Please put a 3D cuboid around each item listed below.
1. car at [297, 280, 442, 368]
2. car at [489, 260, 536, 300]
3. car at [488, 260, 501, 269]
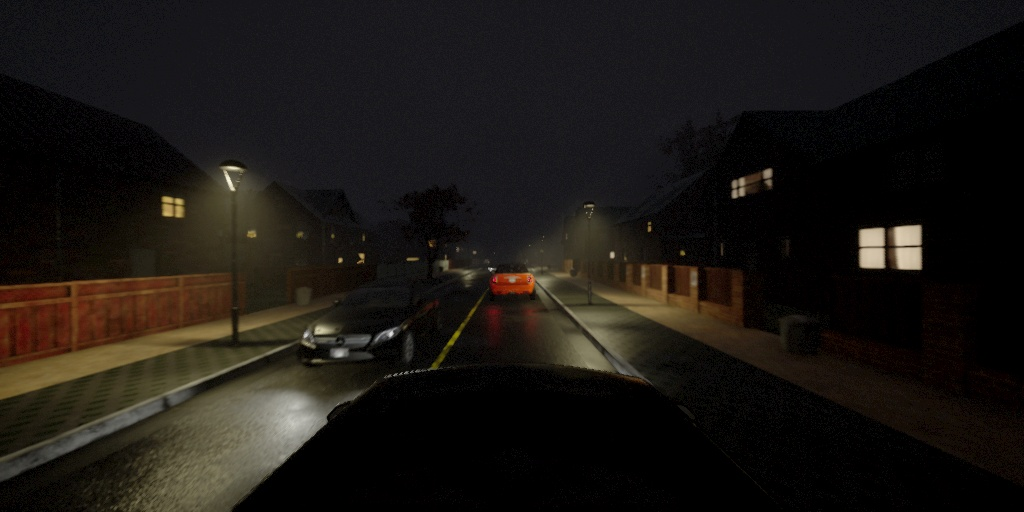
[{"bbox_3d":[-2.787,1.297,8.098,1.812,1.442,4.674,-1,0,0],"label":"car"},{"bbox_3d":[0.011,1.090,17.892,2.097,1.767,4.553,-1,0,0],"label":"car"},{"bbox_3d":[-2.965,1.391,62.203,2.033,1.411,5.357,-1,0,0],"label":"car"}]
